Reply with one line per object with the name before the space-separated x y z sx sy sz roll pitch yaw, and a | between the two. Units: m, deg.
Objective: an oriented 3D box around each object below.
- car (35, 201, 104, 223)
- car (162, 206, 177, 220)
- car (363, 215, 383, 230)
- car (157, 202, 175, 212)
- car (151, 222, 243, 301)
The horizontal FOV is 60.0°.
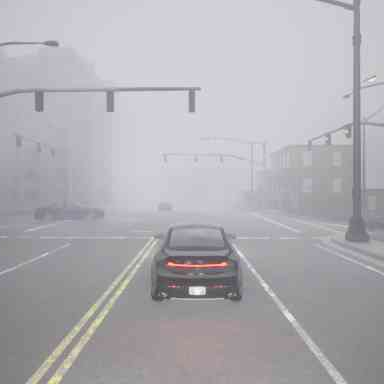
car | -9.301 1.468 25.465 5.008 1.535 1.882 -1 0 -10
car | -3.628 3.522 54.965 2.128 1.511 4.902 0 -12 0
car | 16.049 2.655 28.207 4.181 1.385 1.994 8 0 0
car | -3.630 2.066 45.558 1.837 1.490 4.892 0 -5 0
car | 0.094 1.505 8.321 1.837 1.490 4.892 0 0 0
